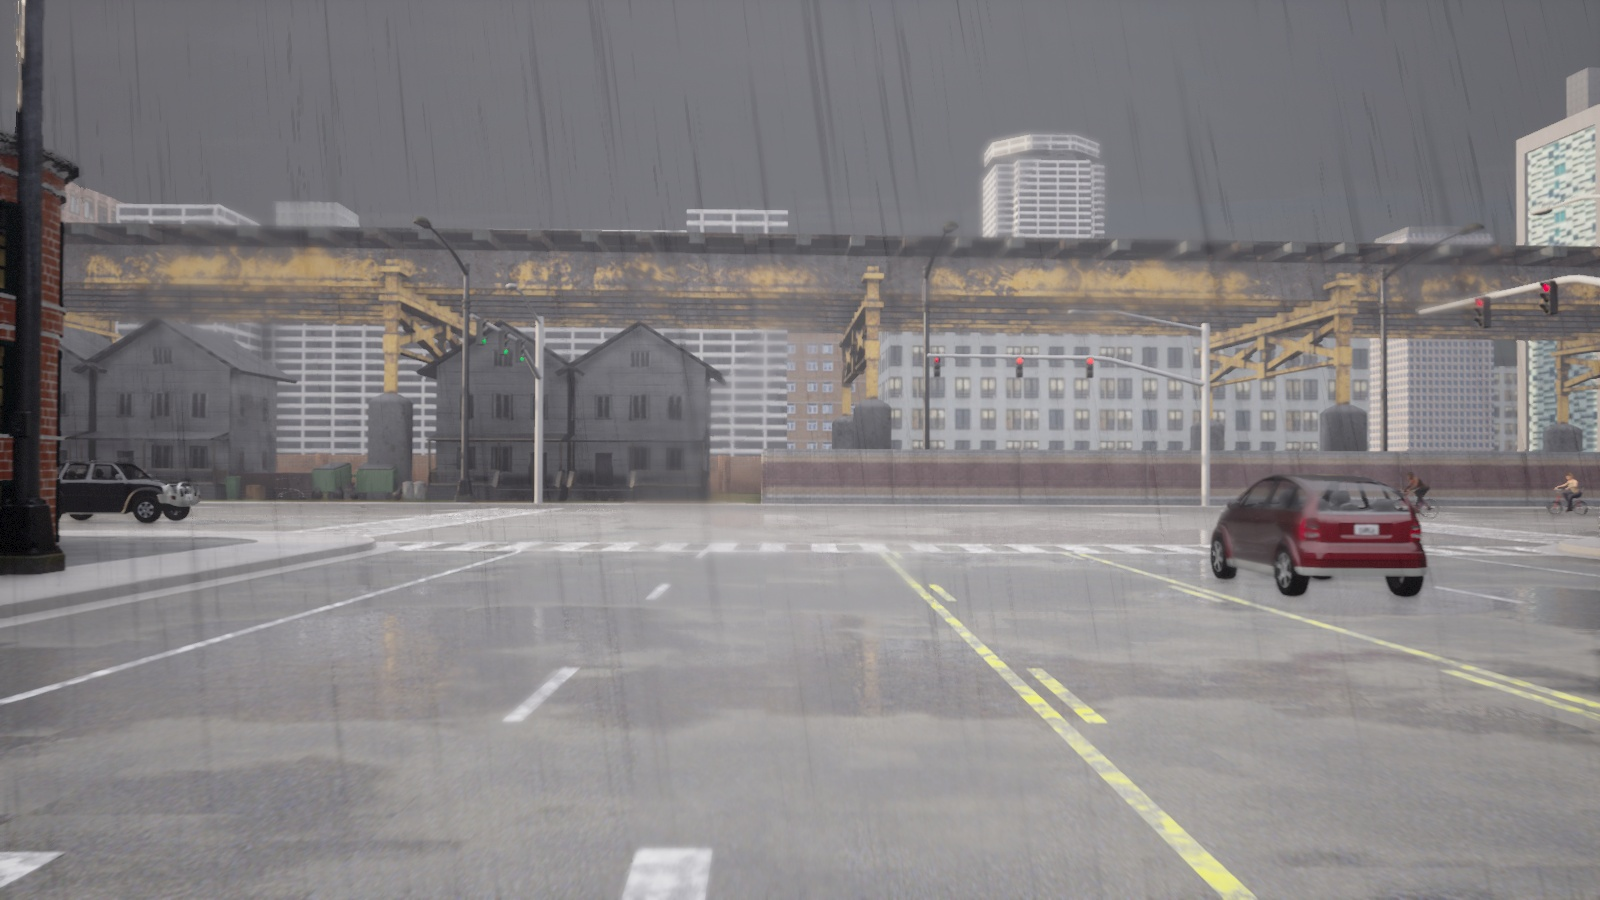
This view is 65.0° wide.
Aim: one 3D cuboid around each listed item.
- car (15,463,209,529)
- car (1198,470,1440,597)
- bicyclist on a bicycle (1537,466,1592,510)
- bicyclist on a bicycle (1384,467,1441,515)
[{"bbox_3d":[-19.999,1.324,36.625,4.605,1.855,1.932,0,-1,0],"label":"car"},{"bbox_3d":[6.957,1.054,17.268,1.789,1.549,3.705,0,-1,0],"label":"car"},{"bbox_3d":[28.741,1.427,47.216,1.509,1.612,0.866,0,-1,0],"label":"bicyclist on a bicycle"},{"bbox_3d":[21.313,1.414,43.692,1.656,1.620,0.582,-1,-1,0],"label":"bicyclist on a bicycle"}]
